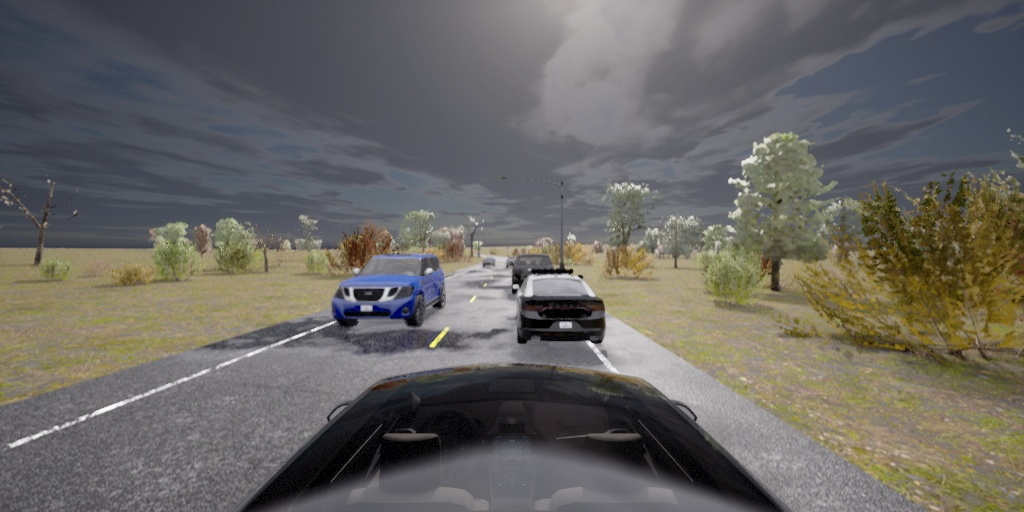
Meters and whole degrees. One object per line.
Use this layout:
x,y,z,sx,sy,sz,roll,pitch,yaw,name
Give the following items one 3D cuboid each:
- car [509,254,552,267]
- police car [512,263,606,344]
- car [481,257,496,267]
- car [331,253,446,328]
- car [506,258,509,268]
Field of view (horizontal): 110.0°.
1.059,0.891,19.534,2.150,2.045,5.566,0,0,0,car
1.055,1.141,9.614,1.930,1.638,5.238,0,0,0,police car
-3.555,0.961,55.145,1.837,1.490,4.892,0,0,0,car
-3.593,0.928,11.624,2.150,2.045,5.566,0,0,0,car
0.081,1.020,52.254,2.033,1.411,5.357,0,0,1,car
